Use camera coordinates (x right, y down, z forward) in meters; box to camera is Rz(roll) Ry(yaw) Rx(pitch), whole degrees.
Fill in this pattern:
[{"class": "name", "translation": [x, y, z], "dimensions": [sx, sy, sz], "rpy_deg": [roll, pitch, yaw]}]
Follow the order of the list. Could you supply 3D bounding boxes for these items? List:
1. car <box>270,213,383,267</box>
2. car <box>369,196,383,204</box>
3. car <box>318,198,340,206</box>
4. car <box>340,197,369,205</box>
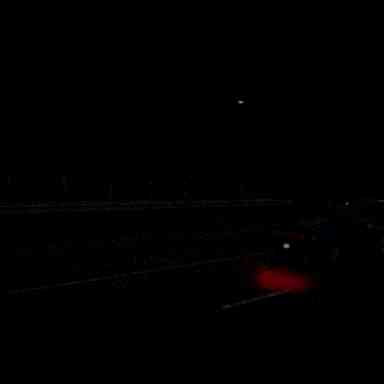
[{"class": "car", "translation": [4.898, 1.480, 11.575], "dimensions": [5.008, 1.535, 1.882], "rpy_deg": [0, 0, -35]}, {"class": "car", "translation": [22.724, 1.250, 37.434], "dimensions": [5.566, 2.045, 2.150], "rpy_deg": [0, 0, -36]}, {"class": "car", "translation": [18.257, 1.507, 42.836], "dimensions": [5.008, 1.535, 1.882], "rpy_deg": [0, 0, -35]}, {"class": "car", "translation": [20.414, 1.382, 40.076], "dimensions": [4.553, 1.767, 2.097], "rpy_deg": [0, 0, -35]}]
